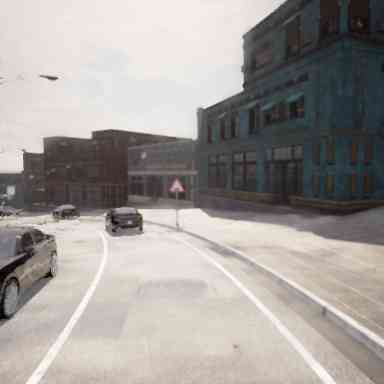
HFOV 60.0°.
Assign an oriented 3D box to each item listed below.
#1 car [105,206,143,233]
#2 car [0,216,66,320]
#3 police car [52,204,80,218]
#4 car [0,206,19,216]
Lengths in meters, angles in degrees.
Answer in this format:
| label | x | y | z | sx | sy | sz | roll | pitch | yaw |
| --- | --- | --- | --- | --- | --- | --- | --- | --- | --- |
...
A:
| label | x | y | z | sx | sy | sz | roll | pitch | yaw |
| --- | --- | --- | --- | --- | --- | --- | --- | --- | --- |
| car | -4.523 | 1.693 | 21.796 | 1.882 | 1.535 | 5.008 | -2 | -1 | -21 |
| car | -4.448 | 1.556 | 7.502 | 1.882 | 1.535 | 5.008 | -1 | -1 | -9 |
| police car | -14.845 | 2.197 | 38.883 | 1.930 | 1.638 | 5.238 | -3 | 0 | -39 |
| car | -24.387 | 2.558 | 43.647 | 4.892 | 1.490 | 1.837 | -3 | 1 | 40 |
